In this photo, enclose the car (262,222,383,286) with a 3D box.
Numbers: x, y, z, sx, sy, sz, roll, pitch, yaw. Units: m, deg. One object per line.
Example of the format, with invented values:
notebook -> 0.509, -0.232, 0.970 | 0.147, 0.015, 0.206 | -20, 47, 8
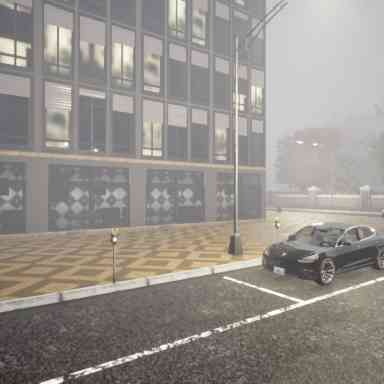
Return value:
car -> 3.914, 1.562, 9.438 | 4.313, 1.339, 1.947 | 0, 0, -35
